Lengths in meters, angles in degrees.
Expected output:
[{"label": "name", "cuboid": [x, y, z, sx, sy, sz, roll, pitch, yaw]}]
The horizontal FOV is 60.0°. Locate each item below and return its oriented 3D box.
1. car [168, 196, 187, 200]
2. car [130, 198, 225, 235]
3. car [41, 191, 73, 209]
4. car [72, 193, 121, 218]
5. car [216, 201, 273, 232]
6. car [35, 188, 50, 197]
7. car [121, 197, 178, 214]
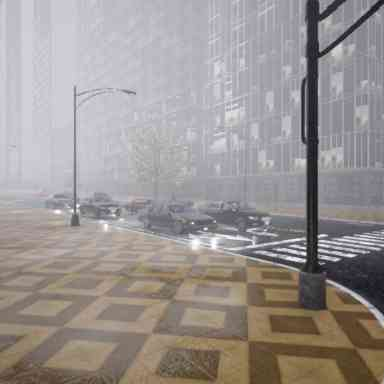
[{"label": "car", "cuboid": [-1.936, 1.076, 34.984, 1.895, 1.301, 4.718, 0, 1, -38]}, {"label": "car", "cuboid": [-0.994, 1.293, 17.671, 2.033, 1.411, 5.357, 0, 1, -38]}, {"label": "car", "cuboid": [-13.400, 0.902, 33.517, 1.812, 1.442, 4.674, 0, 1, -38]}, {"label": "car", "cuboid": [-7.067, 1.057, 25.413, 2.128, 1.511, 4.902, 0, 1, -38]}, {"label": "car", "cuboid": [2.289, 1.255, 18.755, 2.128, 1.511, 4.902, 0, 1, -38]}, {"label": "car", "cuboid": [-28.491, 0.111, 63.719, 2.097, 1.767, 4.553, 0, 1, -38]}, {"label": "car", "cuboid": [-3.435, 1.195, 26.047, 1.895, 1.301, 4.718, 0, 1, -38]}]
